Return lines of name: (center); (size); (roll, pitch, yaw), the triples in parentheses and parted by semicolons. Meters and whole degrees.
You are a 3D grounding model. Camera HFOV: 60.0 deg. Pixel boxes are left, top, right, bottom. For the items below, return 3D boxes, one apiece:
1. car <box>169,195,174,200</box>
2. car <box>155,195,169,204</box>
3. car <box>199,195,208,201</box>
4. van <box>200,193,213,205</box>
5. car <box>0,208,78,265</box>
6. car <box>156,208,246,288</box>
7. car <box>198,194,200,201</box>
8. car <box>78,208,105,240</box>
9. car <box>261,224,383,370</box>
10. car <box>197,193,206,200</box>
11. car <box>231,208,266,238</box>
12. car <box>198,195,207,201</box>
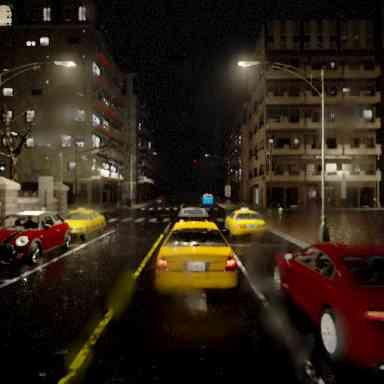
car: (-5.808, 1.428, 89.091); (1.802, 1.307, 4.206); (1, 0, 0)
car: (-5.768, 1.496, 60.735); (1.802, 1.307, 4.206); (1, 0, 0)
car: (2.589, 1.427, 77.703); (2.008, 1.369, 4.403); (1, 0, 0)
van: (2.623, 1.267, 55.019); (1.690, 1.788, 3.998); (1, 0, 0)
car: (-5.698, 1.431, 11.417); (1.967, 1.590, 4.097); (1, 0, 0)
car: (0.087, 1.449, 9.163); (1.801, 1.575, 5.366); (0, 0, 0)
car: (2.612, 1.459, 60.691); (1.887, 1.381, 4.507); (1, 0, 0)
car: (-5.706, 1.511, 16.862); (1.752, 1.417, 4.829); (1, 0, 0)
car: (2.690, 1.540, 5.793); (1.887, 1.381, 4.507); (1, 0, 0)
car: (2.576, 1.161, 89.045); (2.192, 1.841, 5.009); (1, 0, 0)
car: (2.673, 1.510, 17.196); (1.752, 1.417, 4.829); (1, 0, 0)
car: (2.581, 1.412, 83.374); (2.008, 1.369, 4.403); (1, 0, 0)
